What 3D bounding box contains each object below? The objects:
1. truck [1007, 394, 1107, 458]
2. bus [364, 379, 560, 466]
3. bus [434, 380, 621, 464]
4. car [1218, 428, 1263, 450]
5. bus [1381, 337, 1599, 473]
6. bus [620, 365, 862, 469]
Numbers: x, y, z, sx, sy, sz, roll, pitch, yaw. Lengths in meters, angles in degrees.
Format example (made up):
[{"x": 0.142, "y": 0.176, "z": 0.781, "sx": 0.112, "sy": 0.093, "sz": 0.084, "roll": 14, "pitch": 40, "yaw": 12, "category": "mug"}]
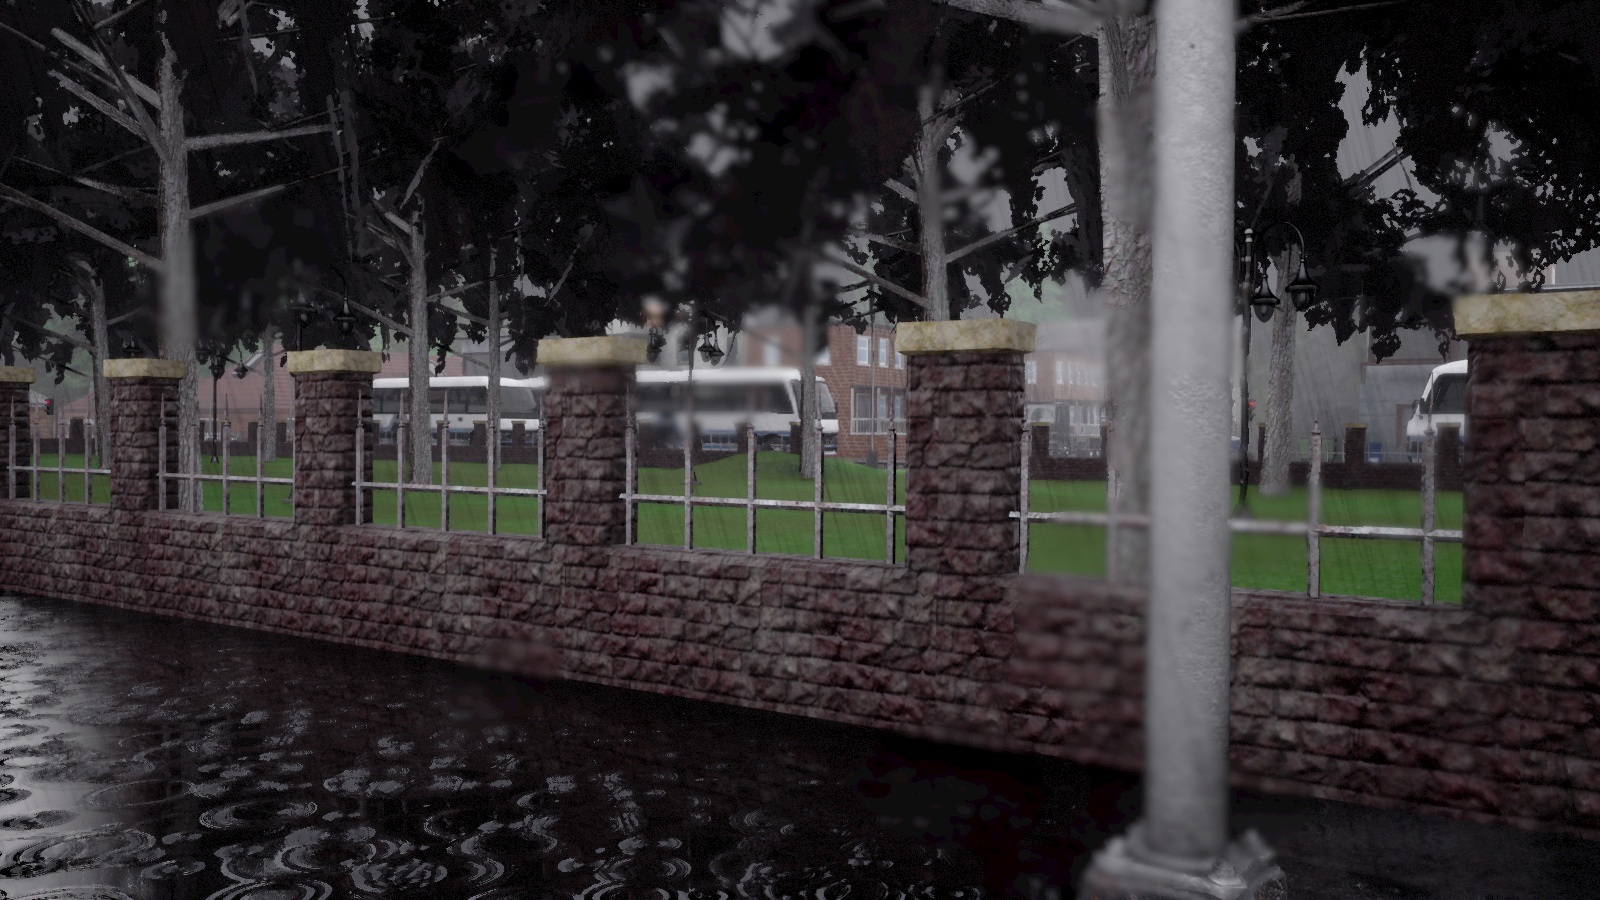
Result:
[{"x": 14.964, "y": -1.379, "z": 72.713, "sx": 2.891, "sy": 3.462, "sz": 7.936, "roll": 0, "pitch": 1, "yaw": 34, "category": "truck"}, {"x": -17.754, "y": -1.380, "z": 65.613, "sx": 10.273, "sy": 4.253, "sz": 3.944, "roll": 0, "pitch": 1, "yaw": 32, "category": "bus"}, {"x": -14.969, "y": -1.446, "z": 68.574, "sx": 10.273, "sy": 4.253, "sz": 3.944, "roll": -1, "pitch": 1, "yaw": 34, "category": "bus"}, {"x": 31.857, "y": -0.819, "z": 90.830, "sx": 1.882, "sy": 1.535, "sz": 5.008, "roll": 0, "pitch": 1, "yaw": 34, "category": "car"}, {"x": 25.280, "y": -1.444, "z": 41.745, "sx": 10.273, "sy": 4.253, "sz": 3.944, "roll": 0, "pitch": 1, "yaw": 35, "category": "bus"}, {"x": -2.719, "y": -1.381, "z": 55.690, "sx": 10.273, "sy": 4.253, "sz": 3.944, "roll": 0, "pitch": 1, "yaw": 33, "category": "bus"}]
